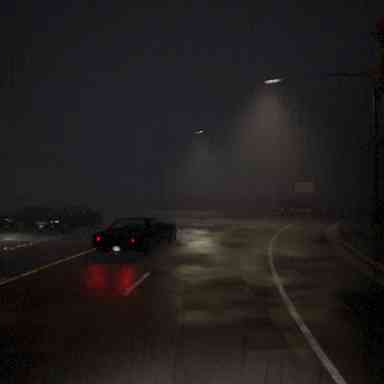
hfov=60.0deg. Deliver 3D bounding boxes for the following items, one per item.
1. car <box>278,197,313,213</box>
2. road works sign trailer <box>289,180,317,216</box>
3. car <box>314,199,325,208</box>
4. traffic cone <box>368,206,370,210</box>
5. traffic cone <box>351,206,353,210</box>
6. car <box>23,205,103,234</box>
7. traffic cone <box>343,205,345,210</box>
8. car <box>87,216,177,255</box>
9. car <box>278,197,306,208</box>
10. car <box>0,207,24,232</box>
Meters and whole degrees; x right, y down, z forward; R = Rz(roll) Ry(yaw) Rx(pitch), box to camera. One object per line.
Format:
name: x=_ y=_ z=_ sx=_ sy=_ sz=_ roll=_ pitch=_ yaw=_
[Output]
car: x=12.153 y=1.680 z=39.637 sx=4.892 sy=1.490 sz=1.837 roll=-1 pitch=-4 yaw=-42
road works sign trailer: x=11.534 y=0.576 z=33.801 sx=2.880 sy=3.560 sz=2.380 roll=0 pitch=-1 yaw=-43
car: x=18.731 y=1.829 z=52.826 sx=5.357 sy=1.411 sz=2.033 roll=0 pitch=-1 yaw=-32
traffic cone: x=22.089 y=1.989 z=41.554 sx=0.340 sy=0.580 sz=0.340 roll=0 pitch=-1 yaw=-43
traffic cone: x=20.726 y=2.036 z=43.016 sx=0.340 sy=0.580 sz=0.340 roll=0 pitch=-1 yaw=-43
car: x=-7.466 y=1.654 z=20.523 sx=2.128 sy=1.511 sz=4.902 roll=-1 pitch=-1 yaw=19
traffic cone: x=20.044 y=2.059 z=43.747 sx=0.340 sy=0.580 sz=0.340 roll=0 pitch=-1 yaw=-43
car: x=-2.090 y=1.683 z=13.693 sx=1.895 sy=1.301 sz=4.718 roll=0 pitch=0 yaw=14
car: x=16.788 y=1.718 z=55.718 sx=4.553 sy=1.767 sz=2.097 roll=0 pitch=-1 yaw=-32
car: x=-10.705 y=1.668 z=21.920 sx=1.882 sy=1.535 sz=5.008 roll=-1 pitch=-1 yaw=19
